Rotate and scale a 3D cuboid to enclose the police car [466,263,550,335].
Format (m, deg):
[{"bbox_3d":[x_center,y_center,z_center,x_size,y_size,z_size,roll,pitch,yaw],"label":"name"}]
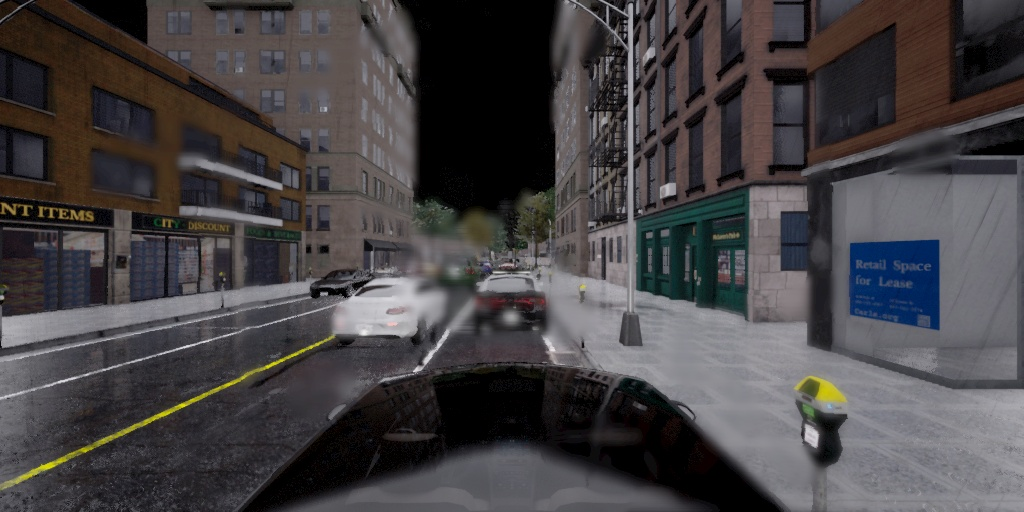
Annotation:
[{"bbox_3d":[-0.012,1.175,10.610,1.930,1.638,5.238,0,0,0],"label":"police car"}]

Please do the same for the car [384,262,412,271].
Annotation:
[{"bbox_3d":[-8.408,1.302,23.719,2.007,1.370,4.403,0,0,0],"label":"car"}]

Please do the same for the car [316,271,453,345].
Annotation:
[{"bbox_3d":[-2.919,1.276,9.416,1.812,1.442,4.674,0,0,0],"label":"car"}]

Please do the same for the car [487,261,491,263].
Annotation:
[{"bbox_3d":[-3.026,1.289,39.594,1.812,1.442,4.674,0,0,0],"label":"car"}]

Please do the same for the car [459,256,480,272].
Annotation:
[{"bbox_3d":[-5.778,0.996,49.097,2.150,2.045,5.566,0,0,0],"label":"car"}]

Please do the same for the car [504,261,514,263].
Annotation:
[{"bbox_3d":[-0.383,1.281,29.411,1.751,1.417,4.829,0,0,0],"label":"car"}]

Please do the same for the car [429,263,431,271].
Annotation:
[{"bbox_3d":[-8.408,1.285,34.586,1.751,1.417,4.829,0,0,0],"label":"car"}]

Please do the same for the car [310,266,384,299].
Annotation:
[{"bbox_3d":[-8.408,1.316,18.201,1.948,1.339,4.313,0,0,0],"label":"car"}]

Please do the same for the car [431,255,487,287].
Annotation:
[{"bbox_3d":[-2.916,0.973,20.977,2.150,2.045,5.566,0,0,0],"label":"car"}]

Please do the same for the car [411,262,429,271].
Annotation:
[{"bbox_3d":[-8.408,1.195,29.238,1.967,1.591,4.097,0,0,0],"label":"car"}]
